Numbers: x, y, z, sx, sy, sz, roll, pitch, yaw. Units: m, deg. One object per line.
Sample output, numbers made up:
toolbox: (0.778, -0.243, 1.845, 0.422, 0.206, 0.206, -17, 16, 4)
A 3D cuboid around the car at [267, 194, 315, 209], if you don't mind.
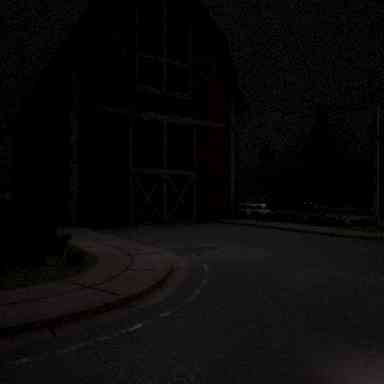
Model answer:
car: (10.927, 1.248, 37.090, 2.150, 2.045, 5.566, 0, 0, -35)
